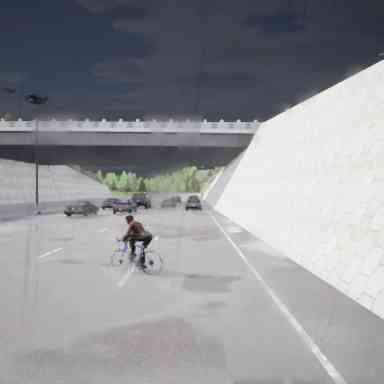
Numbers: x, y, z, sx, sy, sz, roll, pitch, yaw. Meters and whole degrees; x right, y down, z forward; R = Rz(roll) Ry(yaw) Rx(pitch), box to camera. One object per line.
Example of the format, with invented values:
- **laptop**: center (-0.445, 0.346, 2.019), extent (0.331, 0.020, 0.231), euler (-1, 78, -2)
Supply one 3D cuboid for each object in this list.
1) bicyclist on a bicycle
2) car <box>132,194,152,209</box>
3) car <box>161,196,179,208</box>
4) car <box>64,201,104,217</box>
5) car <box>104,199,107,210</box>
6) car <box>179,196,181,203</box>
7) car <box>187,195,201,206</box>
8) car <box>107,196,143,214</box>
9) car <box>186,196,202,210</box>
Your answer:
- **bicyclist on a bicycle**: center (-1.536, 1.447, 9.034), extent (1.656, 1.620, 0.582), euler (-2, -1, 24)
- **car**: center (-6.865, 1.221, 45.093), extent (2.150, 2.045, 5.566), euler (0, 0, 1)
- **car**: center (-3.291, 1.564, 47.573), extent (1.994, 1.385, 4.181), euler (0, 0, 0)
- **car**: center (-10.330, 1.547, 31.427), extent (2.033, 1.411, 5.357), euler (0, 0, 0)
- **car**: center (-10.301, 1.547, 43.243), extent (2.033, 1.411, 5.357), euler (0, 0, 0)
- **car**: center (-3.246, 1.491, 68.584), extent (2.128, 1.511, 4.902), euler (0, 0, 0)
- **car**: center (0.231, 1.352, 54.301), extent (2.097, 1.767, 4.553), euler (0, 0, -1)
- **car**: center (-6.890, 1.491, 34.624), extent (2.128, 1.511, 4.902), euler (0, 0, 1)
- **car**: center (0.195, 1.563, 42.341), extent (1.994, 1.385, 4.181), euler (0, 0, 0)
